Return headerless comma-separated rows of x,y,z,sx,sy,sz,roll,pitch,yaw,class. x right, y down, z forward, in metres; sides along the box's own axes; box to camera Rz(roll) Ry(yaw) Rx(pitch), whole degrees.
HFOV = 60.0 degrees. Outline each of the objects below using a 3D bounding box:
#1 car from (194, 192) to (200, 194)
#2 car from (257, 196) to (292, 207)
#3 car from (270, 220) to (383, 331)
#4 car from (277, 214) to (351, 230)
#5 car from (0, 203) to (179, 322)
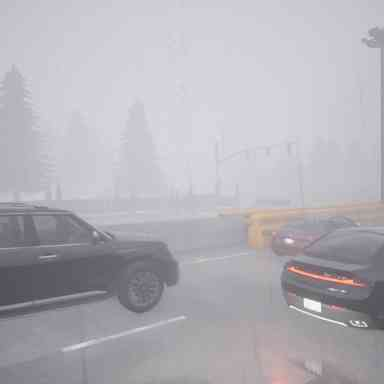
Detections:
1.044,0.831,76.658,2.128,1.511,4.902,-1,1,3,car
10.279,1.139,41.513,1.895,1.301,4.718,-1,1,-26,car
3.798,1.434,6.456,4.892,1.490,1.837,-1,1,-35,car
4.610,1.440,11.324,4.181,1.385,1.994,-1,1,-35,car
-2.922,1.217,5.961,5.566,2.045,2.150,0,0,-36,car
